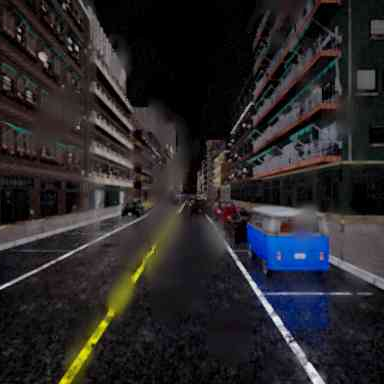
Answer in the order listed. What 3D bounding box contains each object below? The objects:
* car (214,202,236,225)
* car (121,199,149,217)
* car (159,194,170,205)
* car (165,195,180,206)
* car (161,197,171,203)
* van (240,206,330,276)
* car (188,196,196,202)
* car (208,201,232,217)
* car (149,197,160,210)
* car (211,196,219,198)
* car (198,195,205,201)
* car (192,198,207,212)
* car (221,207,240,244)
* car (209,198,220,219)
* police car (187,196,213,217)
[{"bbox_3d":[2.688,1.596,21.398,1.887,1.381,4.507,0,0,0],"label":"car"},{"bbox_3d":[-5.694,1.642,32.672,1.947,1.339,4.313,0,0,0],"label":"car"},{"bbox_3d":[-5.698,1.572,60.856,1.967,1.590,4.097,0,0,0],"label":"car"},{"bbox_3d":[-3.069,1.688,57.361,1.994,1.385,4.181,0,0,0],"label":"car"},{"bbox_3d":[-5.700,1.735,72.129,1.802,1.307,4.206,0,0,0],"label":"car"},{"bbox_3d":[2.691,1.366,10.126,1.690,1.788,3.998,0,0,0],"label":"van"},{"bbox_3d":[-0.013,1.631,82.719,1.994,1.385,4.181,0,0,0],"label":"car"},{"bbox_3d":[2.687,1.626,32.670,2.008,1.369,4.403,0,0,0],"label":"car"},{"bbox_3d":[-5.696,1.624,43.775,1.752,1.417,4.829,0,0,0],"label":"car"},{"bbox_3d":[2.686,1.414,43.944,2.192,1.841,5.009,0,0,0],"label":"car"},{"bbox_3d":[2.677,1.719,94.841,1.752,1.417,4.829,0,0,0],"label":"car"},{"bbox_3d":[0.893,1.573,42.167,1.882,1.535,5.008,0,0,0],"label":"car"},{"bbox_3d":[2.689,1.604,15.761,1.947,1.339,4.313,0,0,0],"label":"car"},{"bbox_3d":[2.687,1.504,27.035,1.967,1.590,4.097,0,0,0],"label":"car"},{"bbox_3d":[0.757,1.498,32.283,1.930,1.638,5.238,0,0,0],"label":"police car"}]
